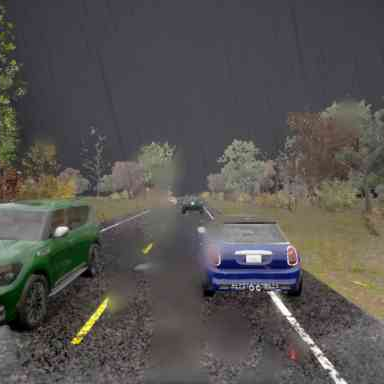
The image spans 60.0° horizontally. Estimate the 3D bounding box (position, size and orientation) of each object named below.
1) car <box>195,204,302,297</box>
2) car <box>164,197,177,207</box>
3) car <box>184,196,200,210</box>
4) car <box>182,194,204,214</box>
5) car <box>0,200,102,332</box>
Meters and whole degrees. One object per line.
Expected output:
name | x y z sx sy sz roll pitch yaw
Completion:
car | 1.233 1.352 8.758 2.097 1.767 4.553 0 0 0
car | -3.451 1.578 54.282 1.882 1.535 5.008 0 0 0
car | 0.077 1.426 45.956 2.097 1.767 4.553 0 0 1
car | 0.100 1.261 35.389 2.150 2.045 5.566 0 0 1
car | -3.592 1.222 7.178 2.150 2.045 5.566 0 0 0
